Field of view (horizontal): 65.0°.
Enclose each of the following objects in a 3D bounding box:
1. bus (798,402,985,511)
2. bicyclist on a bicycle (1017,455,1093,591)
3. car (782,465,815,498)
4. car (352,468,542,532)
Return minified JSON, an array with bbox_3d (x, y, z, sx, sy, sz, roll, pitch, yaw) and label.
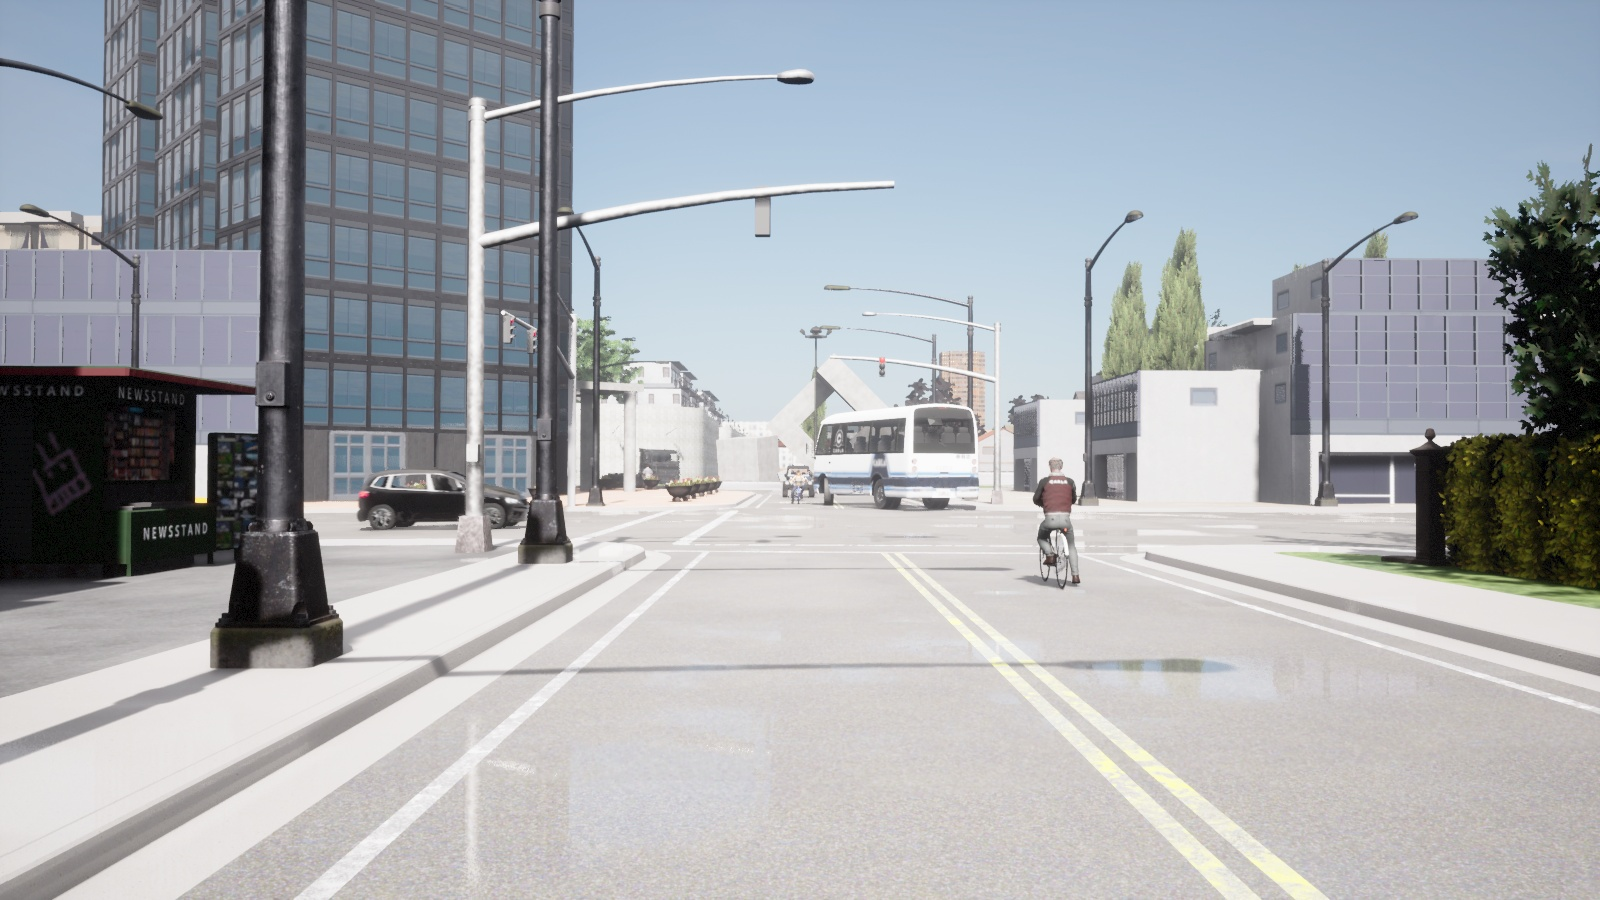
[{"bbox_3d":[3.659,0.336,54.455,3.944,4.253,10.273,0,-1,-22],"label":"bus"},{"bbox_3d":[3.485,0.961,17.280,0.659,1.776,1.843,0,-1,0],"label":"bicyclist on a bicycle"},{"bbox_3d":[-0.082,1.855,74.312,1.905,1.878,3.866,0,-1,0],"label":"car"},{"bbox_3d":[-9.673,1.354,34.707,4.611,1.667,2.242,-1,-1,-1],"label":"car"}]
